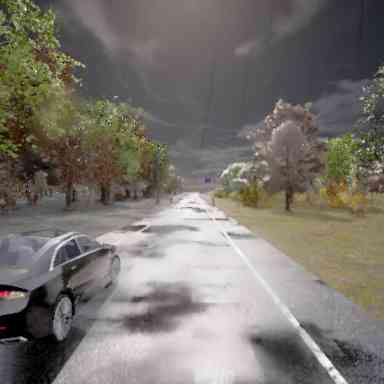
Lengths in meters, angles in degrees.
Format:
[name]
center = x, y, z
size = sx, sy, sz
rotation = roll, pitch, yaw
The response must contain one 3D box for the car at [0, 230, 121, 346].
[car]
center = -2.739, 1.473, 6.329
size = 2.128, 1.511, 4.902
rotation = 0, 0, 2
